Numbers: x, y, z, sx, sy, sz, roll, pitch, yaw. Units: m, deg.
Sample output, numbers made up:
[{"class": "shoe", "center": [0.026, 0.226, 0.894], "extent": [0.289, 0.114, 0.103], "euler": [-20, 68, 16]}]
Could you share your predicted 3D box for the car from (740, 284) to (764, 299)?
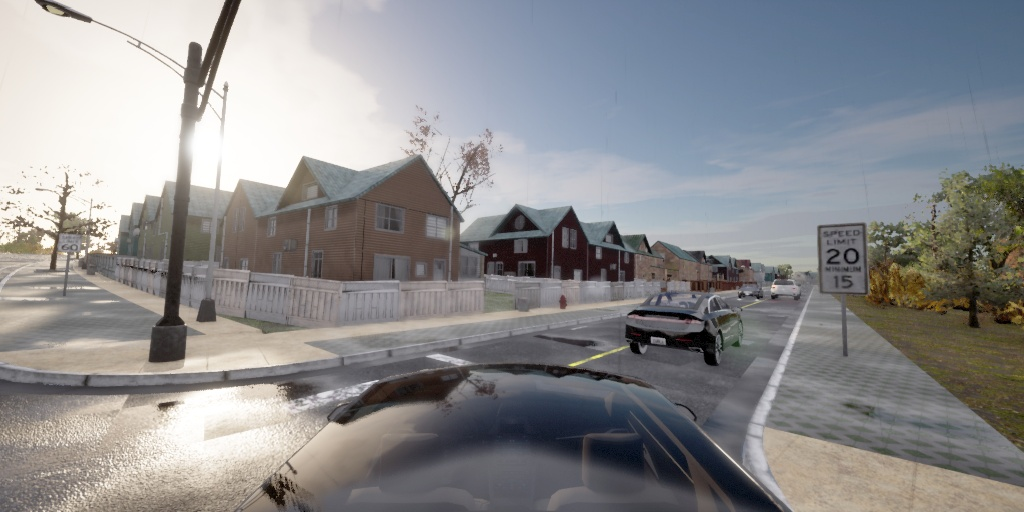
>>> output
[{"class": "car", "center": [25.181, 3.703, 37.766], "extent": [2.128, 1.511, 4.902], "euler": [-2, -4, 40]}]

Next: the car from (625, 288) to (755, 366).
[{"class": "car", "center": [4.554, 1.656, 9.180], "extent": [2.128, 1.511, 4.902], "euler": [-2, -4, 40]}]

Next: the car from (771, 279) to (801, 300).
[{"class": "car", "center": [28.328, 3.453, 37.113], "extent": [2.150, 2.045, 5.566], "euler": [-2, -4, 41]}]
